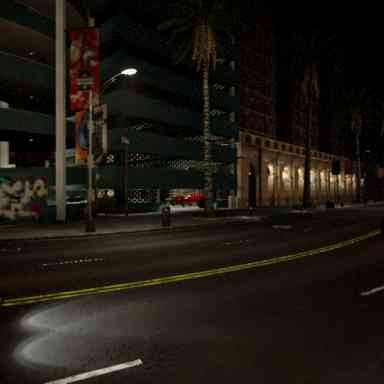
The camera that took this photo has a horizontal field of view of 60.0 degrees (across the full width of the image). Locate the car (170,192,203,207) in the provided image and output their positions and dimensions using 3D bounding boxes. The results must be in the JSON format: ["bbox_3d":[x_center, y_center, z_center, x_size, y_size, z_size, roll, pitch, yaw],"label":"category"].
[{"bbox_3d":[-0.584,1.011,46.649,2.435,2.045,5.566,0,0,41],"label":"car"}]

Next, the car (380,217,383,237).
[{"bbox_3d":[11.022,1.485,16.824,2.128,1.511,4.902,0,0,43],"label":"car"}]

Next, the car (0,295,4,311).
[{"bbox_3d":[-5.409,1.546,4.035,5.357,1.411,2.033,0,0,-23],"label":"car"}]

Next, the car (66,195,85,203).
[{"bbox_3d":[-23.614,1.387,66.034,2.161,1.482,4.786,0,0,41],"label":"car"}]
